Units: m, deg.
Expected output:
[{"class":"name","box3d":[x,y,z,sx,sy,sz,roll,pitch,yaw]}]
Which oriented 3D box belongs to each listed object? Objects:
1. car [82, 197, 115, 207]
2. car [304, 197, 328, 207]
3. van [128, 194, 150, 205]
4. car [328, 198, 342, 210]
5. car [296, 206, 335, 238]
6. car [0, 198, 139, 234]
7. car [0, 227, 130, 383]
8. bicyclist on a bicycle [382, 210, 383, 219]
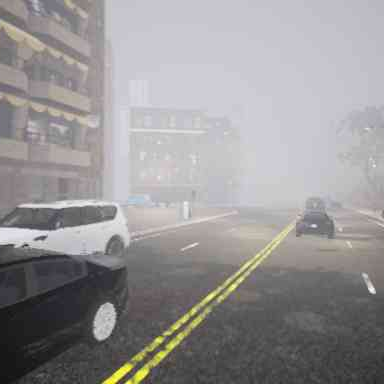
[{"class":"car","box3d":[-13.192,1.441,47.111,4.206,1.307,1.802,1,-1,-10]},{"class":"car","box3d":[14.885,1.652,40.353,2.150,2.045,5.566,0,-1,19]},{"class":"van","box3d":[-8.977,1.325,56.356,3.998,1.788,1.690,1,-1,-10]},{"class":"car","box3d":[22.243,2.072,51.964,1.837,1.490,4.892,0,0,18]},{"class":"car","box3d":[7.144,1.775,19.346,1.994,1.385,4.181,0,-1,21]},{"class":"car","box3d":[-3.962,1.282,9.475,2.150,2.045,5.566,0,-1,22]},{"class":"car","box3d":[-2.714,1.497,4.006,1.882,1.535,5.008,0,-1,23]},{"class":"bicyclist on a bicycle","box3d":[11.738,1.696,20.007,0.582,1.620,1.656,0,-1,21]}]
